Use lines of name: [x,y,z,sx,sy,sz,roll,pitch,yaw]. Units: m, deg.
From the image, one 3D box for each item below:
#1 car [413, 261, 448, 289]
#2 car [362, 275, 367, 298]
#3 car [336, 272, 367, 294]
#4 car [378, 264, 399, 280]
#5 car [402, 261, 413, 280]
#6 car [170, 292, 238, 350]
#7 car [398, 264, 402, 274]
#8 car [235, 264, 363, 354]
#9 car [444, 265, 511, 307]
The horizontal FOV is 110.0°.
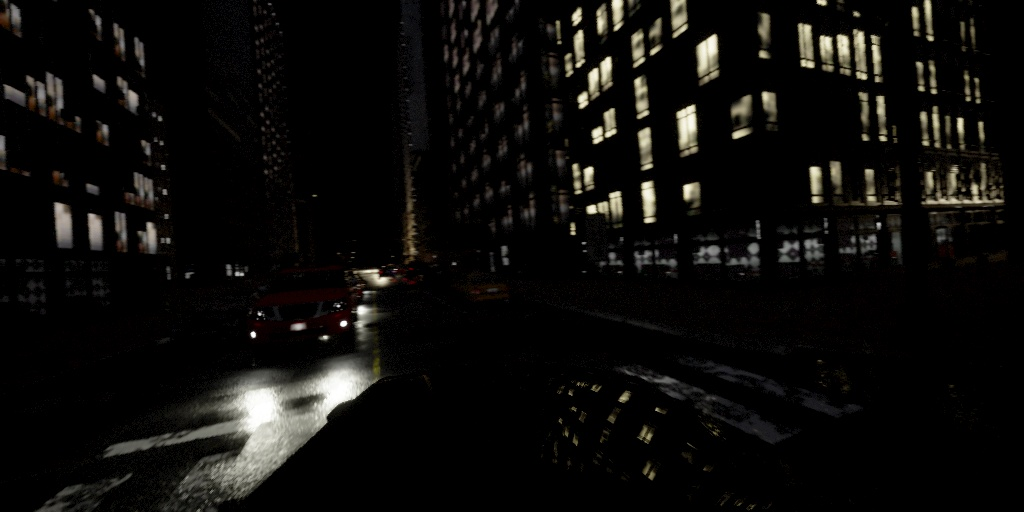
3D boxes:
car: [-5.772,1.360,26.766,2.192,1.841,5.009,0,0,-21]
car: [-9.311,1.658,19.720,2.097,1.767,4.553,-4,0,-21]
car: [-12.884,2.097,29.058,1.994,1.385,4.181,-4,0,-21]
car: [-16.480,2.089,47.186,2.097,1.767,4.553,-4,0,-21]
car: [-10.972,1.597,41.218,2.150,2.045,5.566,-4,0,-21]
car: [-8.707,1.835,11.213,2.007,1.370,4.403,0,0,-21]
car: [-13.454,1.878,47.695,2.097,1.767,4.553,-4,0,-21]
car: [-5.824,1.304,10.653,2.150,2.045,5.566,-4,0,-21]
car: [-1.510,1.296,15.607,1.751,1.417,4.829,0,0,-21]
